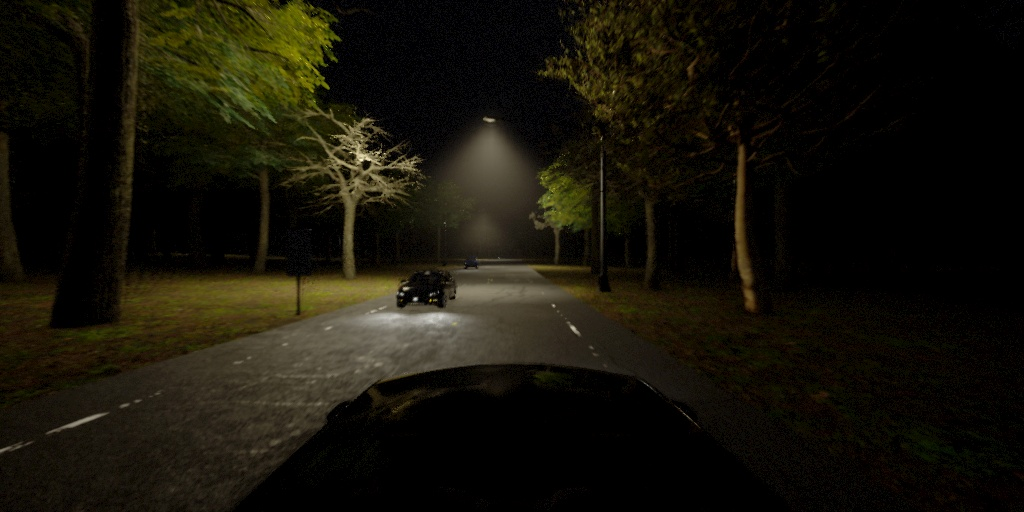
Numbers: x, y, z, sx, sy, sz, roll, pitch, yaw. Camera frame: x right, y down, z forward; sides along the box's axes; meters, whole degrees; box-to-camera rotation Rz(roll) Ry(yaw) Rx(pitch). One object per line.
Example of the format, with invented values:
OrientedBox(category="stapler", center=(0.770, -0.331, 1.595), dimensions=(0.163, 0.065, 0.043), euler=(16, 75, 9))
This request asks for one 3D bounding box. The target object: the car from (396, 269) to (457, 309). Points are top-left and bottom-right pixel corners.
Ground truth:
OrientedBox(category="car", center=(-3.608, 1.362, 15.802), dimensions=(1.837, 1.490, 4.892), euler=(0, 0, 0))

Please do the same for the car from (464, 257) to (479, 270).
OrientedBox(category="car", center=(-6.547, 1.127, 57.959), dimensions=(2.150, 2.045, 5.566), euler=(0, 0, -4))
